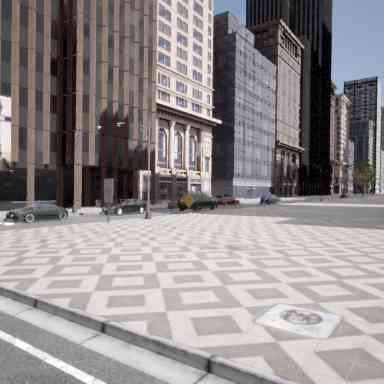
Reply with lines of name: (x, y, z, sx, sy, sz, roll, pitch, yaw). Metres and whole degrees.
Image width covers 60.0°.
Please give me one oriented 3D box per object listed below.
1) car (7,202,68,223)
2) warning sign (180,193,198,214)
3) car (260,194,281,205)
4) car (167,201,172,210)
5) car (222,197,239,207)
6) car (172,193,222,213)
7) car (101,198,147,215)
car: (-11.463, 1.470, 24.925, 1.994, 1.385, 4.181, 1, 1, 35)
warning sign: (-0.259, 1.077, 30.681, 1.300, 1.860, 1.060, 1, 1, 35)
car: (12.680, 1.160, 53.527, 2.097, 1.767, 4.553, 1, 1, 35)
car: (-1.004, 1.340, 39.694, 1.837, 1.490, 4.892, 1, 1, 35)
car: (4.954, 1.395, 48.049, 1.895, 1.301, 4.718, 1, 1, 36)
car: (0.637, 1.117, 36.474, 2.150, 2.045, 5.566, 1, 1, 35)
car: (-6.452, 1.377, 32.002, 1.837, 1.490, 4.892, 1, 1, 35)
